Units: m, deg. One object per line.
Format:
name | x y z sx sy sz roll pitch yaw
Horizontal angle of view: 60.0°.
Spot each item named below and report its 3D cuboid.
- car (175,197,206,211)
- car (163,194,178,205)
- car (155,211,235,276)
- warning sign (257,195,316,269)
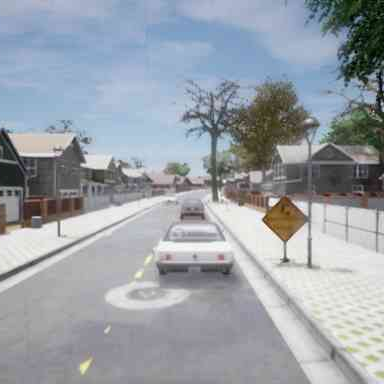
car | 0.059 1.237 25.548 2.033 1.411 5.357 0 1 0
car | -2.813 0.948 44.083 1.812 1.442 4.674 0 1 1
car | 0.053 1.489 9.908 1.895 1.301 4.718 0 1 0
warning sign | 2.506 1.014 8.985 1.300 1.860 1.060 -1 0 0
